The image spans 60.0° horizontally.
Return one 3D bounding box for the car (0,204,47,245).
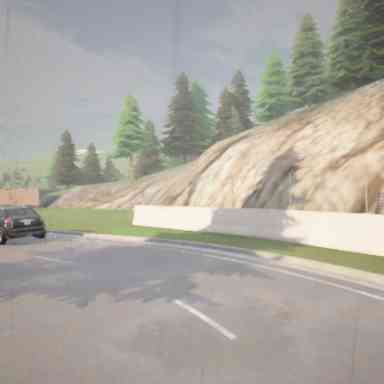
[{"bbox_3d":[-9.321,1.493,16.595,4.553,1.767,2.097,-1,0,35],"label":"car"}]
